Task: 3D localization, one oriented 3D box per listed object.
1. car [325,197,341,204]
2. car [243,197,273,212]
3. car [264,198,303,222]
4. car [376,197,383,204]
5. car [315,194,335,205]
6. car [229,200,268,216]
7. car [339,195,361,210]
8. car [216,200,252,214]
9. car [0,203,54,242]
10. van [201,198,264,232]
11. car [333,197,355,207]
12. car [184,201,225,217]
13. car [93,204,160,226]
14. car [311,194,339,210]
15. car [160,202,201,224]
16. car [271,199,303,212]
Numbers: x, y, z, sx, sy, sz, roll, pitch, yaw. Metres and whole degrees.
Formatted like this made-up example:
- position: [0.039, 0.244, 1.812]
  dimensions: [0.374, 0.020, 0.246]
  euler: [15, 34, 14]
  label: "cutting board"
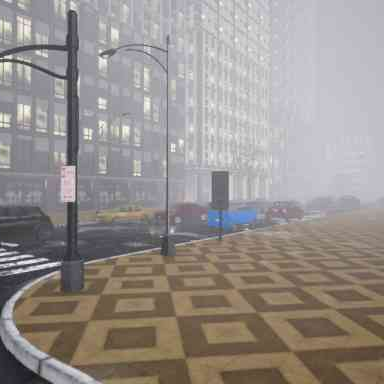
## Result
- position: [28.406, 1.624, 67.008]
  dimensions: [2.008, 1.369, 4.403]
  euler: [0, 0, 38]
  label: "car"
- position: [8.059, 1.471, 40.543]
  dimensions: [1.967, 1.590, 4.097]
  euler: [0, 0, 38]
  label: "car"
- position: [7.524, 1.472, 26.918]
  dimensions: [1.967, 1.590, 4.097]
  euler: [0, 0, 38]
  label: "car"
- position: [38.043, 1.658, 66.615]
  dimensions: [1.947, 1.339, 4.313]
  euler: [0, 0, 38]
  label: "car"
- position: [25.015, 1.380, 62.598]
  dimensions: [2.192, 1.841, 5.009]
  euler: [0, 0, 38]
  label: "car"
- position: [5.774, 1.554, 33.511]
  dimensions: [1.812, 1.442, 4.674]
  euler: [0, 0, 37]
  label: "car"
- position: [21.088, 1.368, 44.561]
  dimensions: [2.192, 1.841, 5.009]
  euler: [0, 0, 38]
  label: "car"
- position: [4.668, 1.571, 36.132]
  dimensions: [1.887, 1.381, 4.507]
  euler: [0, 0, 38]
  label: "car"
- position: [-8.504, 1.364, 14.506]
  dimensions: [2.097, 1.767, 4.553]
  euler: [0, 0, 34]
  label: "car"
- position: [2.565, 1.368, 20.286]
  dimensions: [1.690, 1.788, 3.998]
  euler: [0, 0, 38]
  label: "van"
- position: [23.946, 1.552, 52.319]
  dimensions: [2.128, 1.511, 4.902]
  euler: [0, 0, 37]
  label: "car"
- position: [1.277, 1.604, 31.721]
  dimensions: [1.802, 1.307, 4.206]
  euler: [0, 0, 38]
  label: "car"
- position: [-4.827, 1.540, 23.995]
  dimensions: [1.752, 1.417, 4.829]
  euler: [0, 0, 38]
  label: "car"
- position: [17.335, 1.399, 43.724]
  dimensions: [2.097, 1.767, 4.553]
  euler: [0, 0, 38]
  label: "car"
- position: [-0.762, 1.498, 25.015]
  dimensions: [1.882, 1.535, 5.008]
  euler: [0, 0, 37]
  label: "car"
- position: [11.943, 1.585, 41.482]
  dimensions: [2.033, 1.411, 5.357]
  euler: [0, 0, 38]
  label: "car"
